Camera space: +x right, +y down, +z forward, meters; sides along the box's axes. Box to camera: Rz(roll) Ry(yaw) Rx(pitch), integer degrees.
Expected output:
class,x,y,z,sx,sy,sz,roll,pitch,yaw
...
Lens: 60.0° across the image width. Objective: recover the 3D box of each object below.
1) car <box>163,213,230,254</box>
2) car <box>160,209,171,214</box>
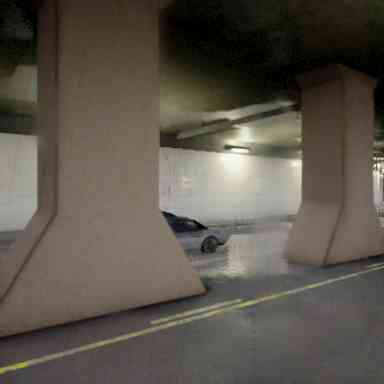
class,x,y,z,sx,sy,sz,roll,pitch,yaw
car,-0.971,1.602,11.896,4.718,1.301,1.895,0,0,-35
car,-2.447,1.479,15.143,5.008,1.535,1.882,0,0,-36
